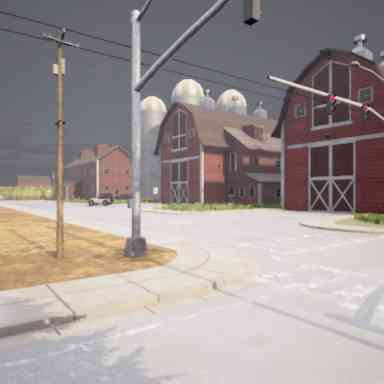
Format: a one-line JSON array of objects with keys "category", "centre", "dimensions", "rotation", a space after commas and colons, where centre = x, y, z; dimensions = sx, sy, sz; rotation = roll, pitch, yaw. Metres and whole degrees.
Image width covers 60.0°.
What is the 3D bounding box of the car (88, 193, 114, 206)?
[{"category": "car", "centre": [-13.793, 1.110, 50.657], "dimensions": [3.866, 1.878, 1.905], "rotation": [-2, 5, 11]}]
